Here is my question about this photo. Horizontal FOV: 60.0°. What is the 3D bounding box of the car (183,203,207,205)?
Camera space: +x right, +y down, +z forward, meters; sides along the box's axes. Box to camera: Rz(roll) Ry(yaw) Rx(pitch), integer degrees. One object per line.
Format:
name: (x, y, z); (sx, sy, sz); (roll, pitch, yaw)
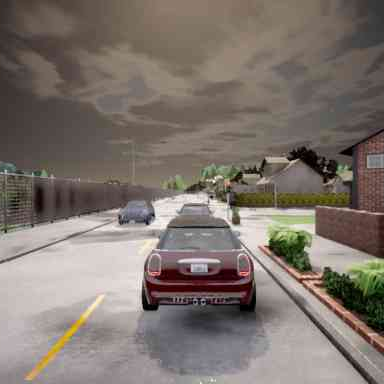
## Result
car: (0.171, 1.352, 17.631); (2.097, 1.767, 4.553); (0, 0, 0)

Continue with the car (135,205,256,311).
car: (0.129, 1.352, 7.934); (2.097, 1.767, 4.553); (0, 0, 0)

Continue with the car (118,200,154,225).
car: (-3.903, 1.359, 24.096); (2.097, 1.767, 4.553); (0, 0, 0)
